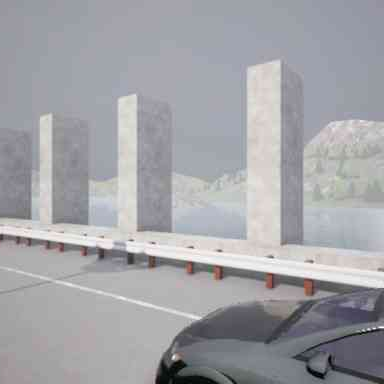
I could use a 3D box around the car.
[{"bbox_3d":[1.701,1.564,2.748,4.181,1.385,1.994,0,0,35],"label":"car"}]
